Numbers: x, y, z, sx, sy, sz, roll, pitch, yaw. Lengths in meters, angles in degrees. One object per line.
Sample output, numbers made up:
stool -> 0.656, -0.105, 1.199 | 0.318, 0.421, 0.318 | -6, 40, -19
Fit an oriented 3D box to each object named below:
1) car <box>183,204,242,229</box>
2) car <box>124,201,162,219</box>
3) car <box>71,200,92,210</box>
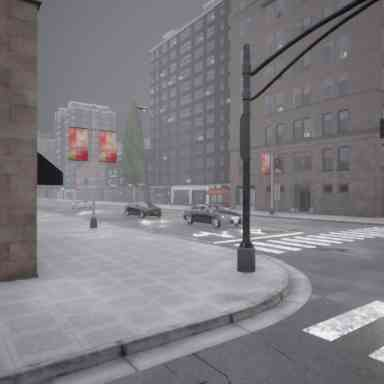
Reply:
car -> 1.284, 1.554, 22.549 | 2.128, 1.511, 4.902 | 0, 0, -36
car -> -4.598, 1.579, 30.743 | 1.882, 1.535, 5.008 | 0, 0, -35
car -> -14.763, 1.769, 44.972 | 1.895, 1.301, 4.718 | 0, 0, -35
